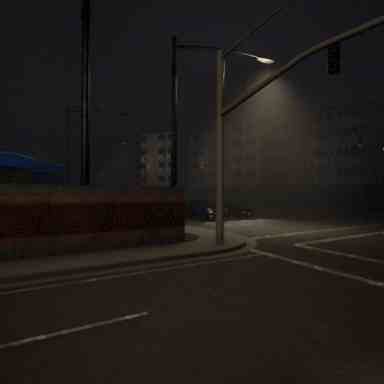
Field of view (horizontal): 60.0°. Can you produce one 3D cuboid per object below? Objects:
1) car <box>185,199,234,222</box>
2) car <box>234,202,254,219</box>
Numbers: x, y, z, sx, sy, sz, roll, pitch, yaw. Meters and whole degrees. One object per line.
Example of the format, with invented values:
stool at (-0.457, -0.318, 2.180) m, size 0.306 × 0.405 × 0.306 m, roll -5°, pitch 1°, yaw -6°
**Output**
car at (0.921, 1.432, 27.496) m, size 2.097 × 1.767 × 4.553 m, roll 0°, pitch 0°, yaw -36°
car at (3.425, 1.602, 30.029) m, size 1.837 × 1.490 × 4.892 m, roll 0°, pitch 0°, yaw -36°
